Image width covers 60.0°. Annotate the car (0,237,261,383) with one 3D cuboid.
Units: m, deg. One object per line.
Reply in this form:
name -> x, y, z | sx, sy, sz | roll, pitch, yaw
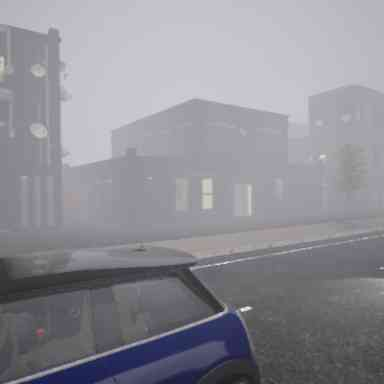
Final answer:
car -> -1.645, 1.351, 2.500 | 4.553, 1.767, 2.097 | -1, 0, -35
